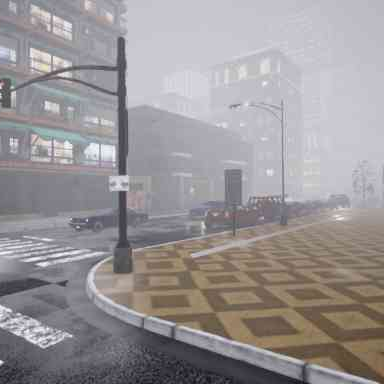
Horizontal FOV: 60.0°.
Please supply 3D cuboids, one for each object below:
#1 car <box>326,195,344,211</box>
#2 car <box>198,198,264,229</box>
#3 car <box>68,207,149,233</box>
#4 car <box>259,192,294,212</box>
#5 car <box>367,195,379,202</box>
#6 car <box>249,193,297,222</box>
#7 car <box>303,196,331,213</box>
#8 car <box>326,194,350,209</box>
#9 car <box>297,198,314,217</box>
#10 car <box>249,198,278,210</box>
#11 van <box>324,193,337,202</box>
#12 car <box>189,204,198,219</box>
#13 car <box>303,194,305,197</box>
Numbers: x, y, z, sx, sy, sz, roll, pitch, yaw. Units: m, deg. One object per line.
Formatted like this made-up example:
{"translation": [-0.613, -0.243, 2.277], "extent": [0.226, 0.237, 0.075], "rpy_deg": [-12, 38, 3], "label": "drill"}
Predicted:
{"translation": [15.803, 1.415, 38.733], "extent": [2.008, 1.369, 4.403], "rpy_deg": [-1, 0, 36], "label": "car"}
{"translation": [2.523, 1.352, 20.729], "extent": [1.967, 1.590, 4.097], "rpy_deg": [-1, 0, 36], "label": "car"}
{"translation": [-4.873, 1.592, 19.834], "extent": [1.895, 1.301, 4.718], "rpy_deg": [-1, 0, 37], "label": "car"}
{"translation": [10.319, 1.147, 40.398], "extent": [2.150, 2.045, 5.566], "rpy_deg": [-1, 1, 37], "label": "car"}
{"translation": [35.721, 1.334, 65.741], "extent": [1.887, 1.381, 4.507], "rpy_deg": [-1, 0, 36], "label": "car"}
{"translation": [5.842, 1.216, 25.231], "extent": [2.192, 1.841, 5.009], "rpy_deg": [-1, 0, 36], "label": "car"}
{"translation": [12.483, 1.421, 34.232], "extent": [1.887, 1.381, 4.507], "rpy_deg": [-1, 0, 36], "label": "car"}
{"translation": [19.121, 1.167, 43.236], "extent": [2.192, 1.841, 5.009], "rpy_deg": [-1, 0, 36], "label": "car"}
{"translation": [9.164, 1.471, 29.731], "extent": [1.802, 1.307, 4.206], "rpy_deg": [-1, 0, 36], "label": "car"}
{"translation": [9.361, 1.489, 43.274], "extent": [1.752, 1.417, 4.829], "rpy_deg": [-1, 0, 36], "label": "car"}
{"translation": [29.378, 1.229, 70.419], "extent": [1.690, 1.788, 3.998], "rpy_deg": [-1, 0, 36], "label": "van"}
{"translation": [1.681, 1.445, 28.712], "extent": [1.882, 1.535, 5.008], "rpy_deg": [-1, -1, 36], "label": "car"}
{"translation": [22.640, 1.439, 61.279], "extent": [1.752, 1.417, 4.829], "rpy_deg": [-1, 0, 36], "label": "car"}
